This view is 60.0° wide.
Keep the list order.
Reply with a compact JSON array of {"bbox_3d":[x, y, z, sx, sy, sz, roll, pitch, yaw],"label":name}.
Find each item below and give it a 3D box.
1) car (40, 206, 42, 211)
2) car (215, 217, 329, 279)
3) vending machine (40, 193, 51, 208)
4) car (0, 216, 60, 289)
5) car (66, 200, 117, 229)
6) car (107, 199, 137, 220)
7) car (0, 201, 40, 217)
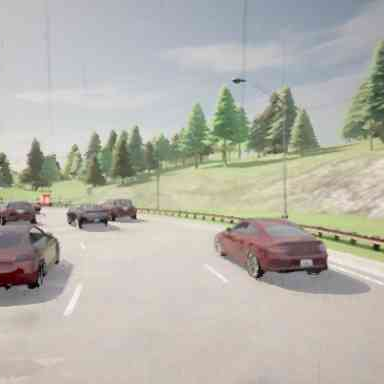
[{"bbox_3d":[-17.823,1.683,35.503,1.895,1.301,4.718,-1,0,-44],"label":"car"},{"bbox_3d":[2.109,1.465,9.891,1.812,1.442,4.674,-1,0,-13],"label":"car"},{"bbox_3d":[-21.613,1.274,49.062,0.880,2.100,1.100,-1,0,38],"label":"vending machine"},{"bbox_3d":[-4.859,1.588,9.044,1.994,1.385,4.181,-1,0,-14],"label":"car"},{"bbox_3d":[-6.948,1.494,21.912,2.128,1.511,4.902,-1,0,-32],"label":"car"},{"bbox_3d":[-6.287,1.328,27.118,2.097,1.767,4.553,-1,0,-35],"label":"car"},{"bbox_3d":[-13.006,1.417,24.543,2.097,1.767,4.553,-1,0,-36],"label":"car"}]
